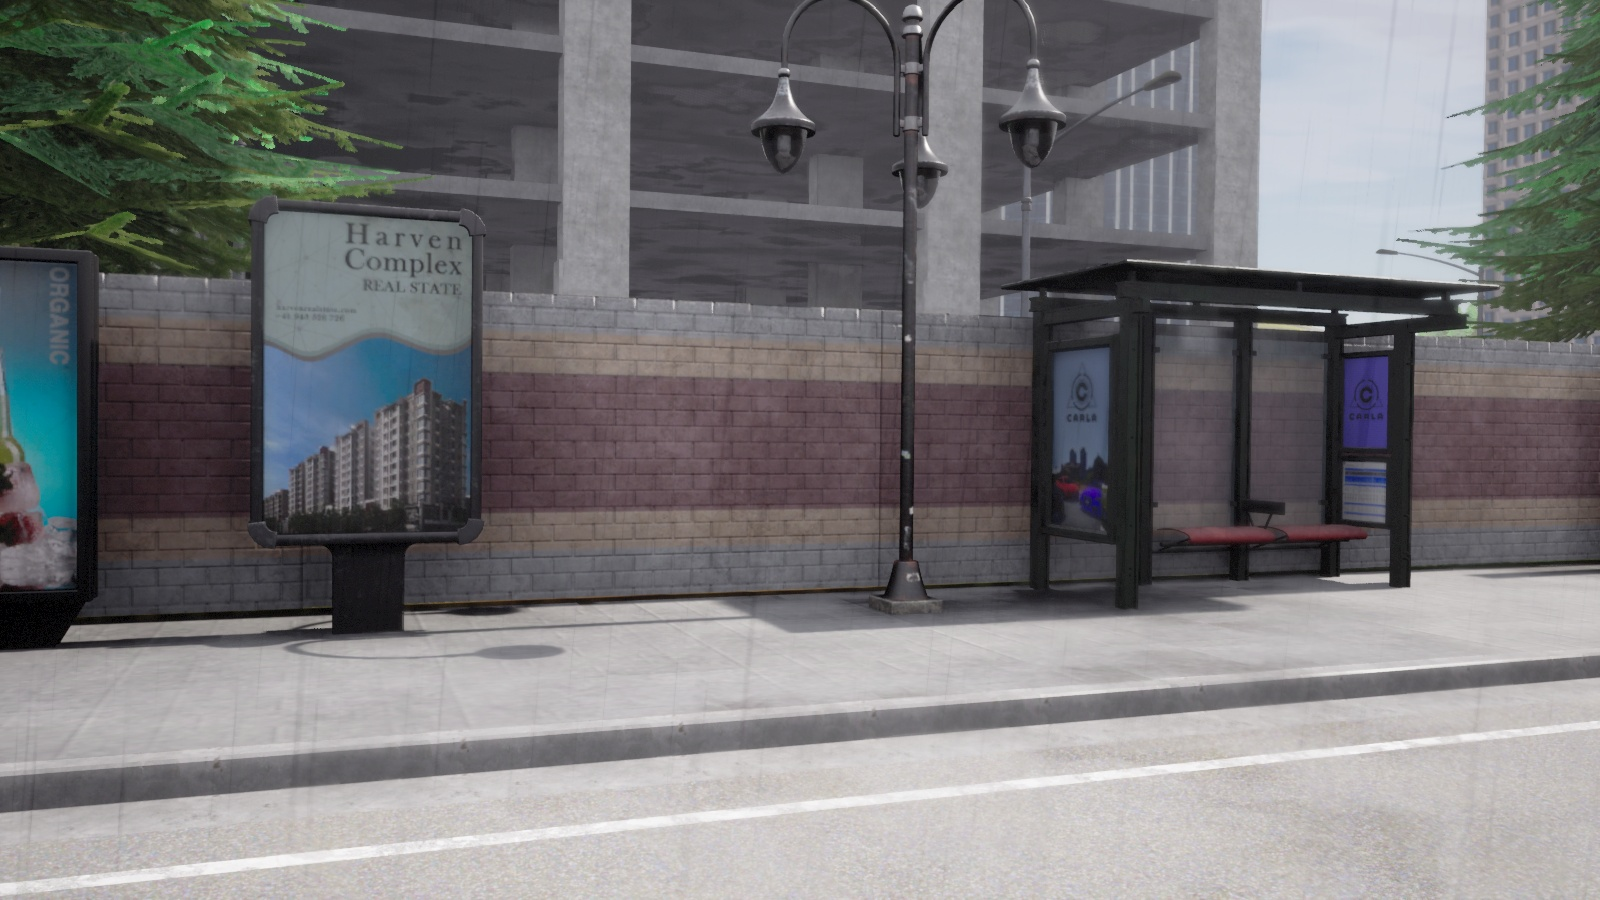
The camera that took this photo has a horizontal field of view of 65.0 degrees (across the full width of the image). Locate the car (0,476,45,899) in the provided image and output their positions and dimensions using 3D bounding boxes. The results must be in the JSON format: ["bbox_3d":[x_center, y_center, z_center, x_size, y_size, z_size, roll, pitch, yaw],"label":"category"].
[{"bbox_3d":[-3.928,0.838,1.747,4.674,1.442,1.812,-1,1,-21],"label":"car"}]
